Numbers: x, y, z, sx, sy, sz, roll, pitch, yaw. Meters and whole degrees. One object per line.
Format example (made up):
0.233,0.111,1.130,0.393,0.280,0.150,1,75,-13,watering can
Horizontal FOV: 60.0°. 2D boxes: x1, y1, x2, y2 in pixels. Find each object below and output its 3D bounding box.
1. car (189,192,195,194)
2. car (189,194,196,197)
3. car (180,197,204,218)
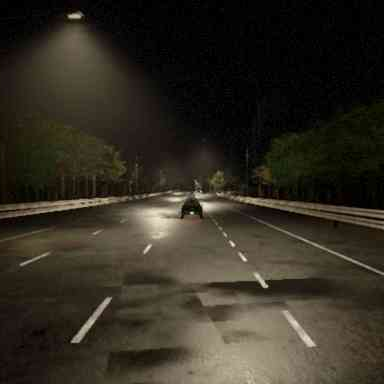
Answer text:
-0.020,1.357,81.022,2.033,1.411,5.357,0,0,0,car
-0.015,1.434,51.012,2.128,1.511,4.902,0,0,0,car
-0.007,1.490,29.876,1.837,1.490,4.892,0,0,0,car
